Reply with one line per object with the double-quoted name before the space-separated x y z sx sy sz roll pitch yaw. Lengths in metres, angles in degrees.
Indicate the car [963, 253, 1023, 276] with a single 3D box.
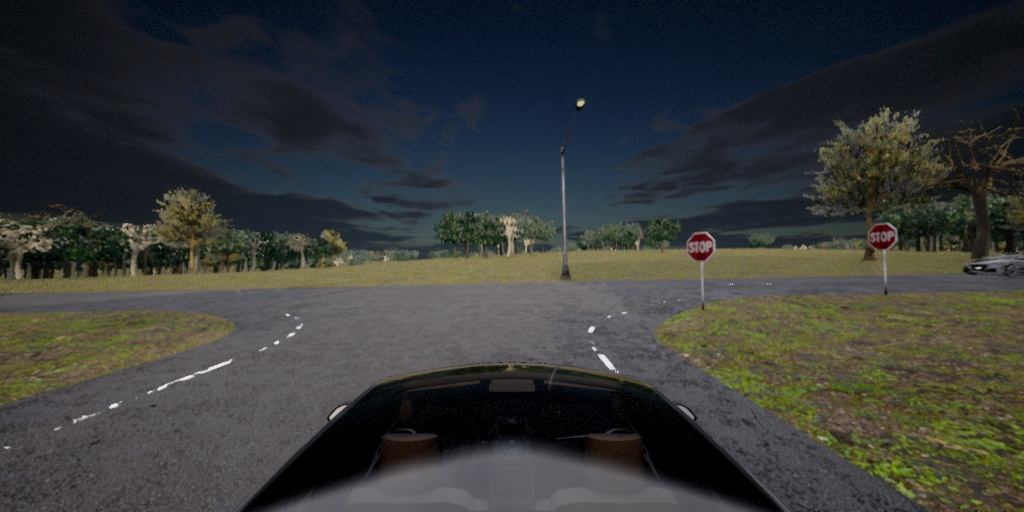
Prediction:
"car" 31.709 0.537 22.891 4.181 1.385 1.994 -2 -2 -1
